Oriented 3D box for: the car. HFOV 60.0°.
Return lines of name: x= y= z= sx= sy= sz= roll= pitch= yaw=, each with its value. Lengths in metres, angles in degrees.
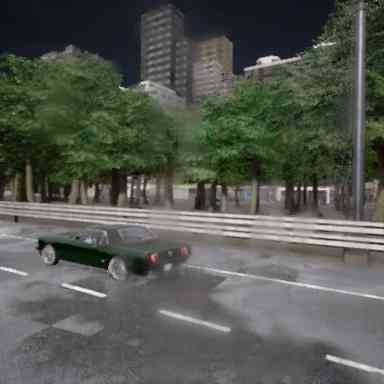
car: x=-2.440 y=1.576 z=9.627 sx=4.718 sy=1.301 sz=1.895 roll=1 pitch=0 yaw=34
